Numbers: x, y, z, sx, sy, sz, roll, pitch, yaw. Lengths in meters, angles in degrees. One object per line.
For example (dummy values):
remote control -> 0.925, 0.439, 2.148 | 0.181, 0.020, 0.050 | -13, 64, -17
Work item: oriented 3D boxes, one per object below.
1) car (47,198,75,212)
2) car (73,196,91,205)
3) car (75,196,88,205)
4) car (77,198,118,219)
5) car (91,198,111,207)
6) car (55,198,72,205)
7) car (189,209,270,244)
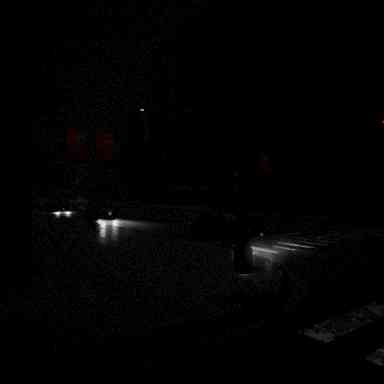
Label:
car -> -16.989, 1.703, 42.256 | 2.033, 1.411, 5.357 | 0, 0, -35
car -> -22.011, 1.608, 66.250 | 2.097, 1.767, 4.553 | 0, 0, -36
car -> -18.959, 1.739, 56.428 | 1.812, 1.442, 4.674 | 0, 0, -36
car -> -8.368, 1.592, 30.198 | 2.128, 1.511, 4.902 | 0, 0, -36
car -> -15.860, 1.781, 57.688 | 1.994, 1.385, 4.181 | 0, 0, -36
car -> -25.231, 1.853, 65.160 | 1.895, 1.301, 4.718 | 0, 0, -36
car -> 1.651, 1.559, 16.212 | 1.812, 1.442, 4.674 | 0, 0, -35
